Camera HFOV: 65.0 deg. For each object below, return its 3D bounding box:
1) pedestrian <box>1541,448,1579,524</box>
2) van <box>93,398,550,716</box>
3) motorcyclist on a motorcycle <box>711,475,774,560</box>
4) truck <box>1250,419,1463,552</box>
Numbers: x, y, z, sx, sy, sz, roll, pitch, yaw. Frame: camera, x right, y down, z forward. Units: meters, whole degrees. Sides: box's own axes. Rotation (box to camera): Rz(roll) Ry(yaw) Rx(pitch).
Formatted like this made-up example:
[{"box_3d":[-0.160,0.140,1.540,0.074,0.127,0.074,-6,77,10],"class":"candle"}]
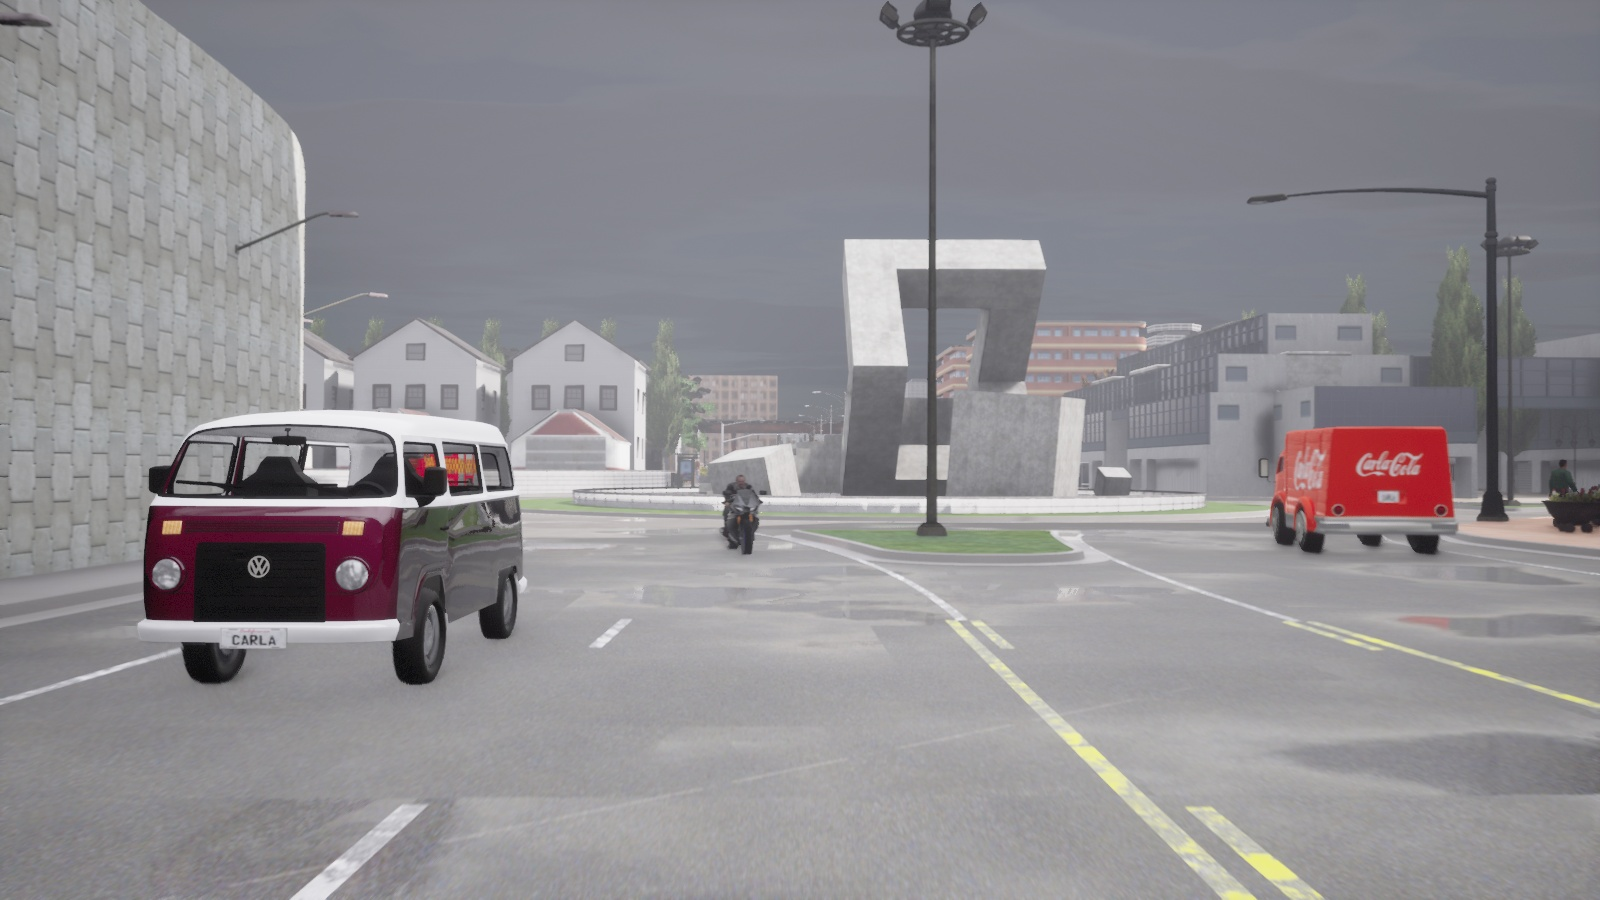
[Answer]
[{"box_3d":[19.717,0.938,32.586,0.788,1.949,0.423,0,-1,-21],"class":"pedestrian"},{"box_3d":[-3.527,0.726,10.342,2.069,2.038,4.480,0,-1,0],"class":"van"},{"box_3d":[-1.128,1.260,24.188,0.866,1.530,2.191,0,-1,-12],"class":"motorcyclist on a motorcycle"},{"box_3d":[11.334,0.721,26.115,2.627,2.467,5.204,-1,-1,7],"class":"truck"}]
